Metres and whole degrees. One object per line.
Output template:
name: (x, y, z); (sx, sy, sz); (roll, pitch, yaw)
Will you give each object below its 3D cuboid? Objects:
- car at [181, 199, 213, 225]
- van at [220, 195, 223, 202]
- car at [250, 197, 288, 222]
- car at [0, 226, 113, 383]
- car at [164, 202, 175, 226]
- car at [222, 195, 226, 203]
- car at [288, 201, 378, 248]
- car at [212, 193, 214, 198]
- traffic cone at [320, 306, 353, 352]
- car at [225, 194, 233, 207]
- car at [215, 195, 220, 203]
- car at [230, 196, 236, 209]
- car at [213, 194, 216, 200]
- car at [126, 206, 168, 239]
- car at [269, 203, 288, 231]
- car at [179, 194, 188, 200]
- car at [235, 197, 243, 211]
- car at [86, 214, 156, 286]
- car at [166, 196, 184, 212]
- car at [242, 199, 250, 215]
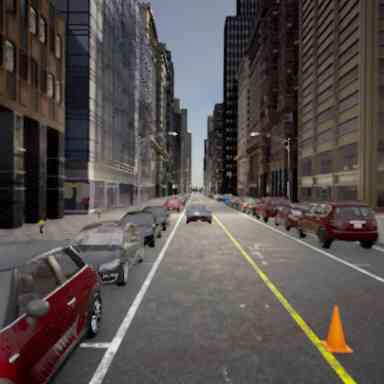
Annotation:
car: (0.504, 1.528, 24.477); (2.033, 1.411, 5.357); (0, 0, 0)
van: (6.488, 1.337, 59.604); (1.690, 1.788, 3.998); (0, 0, 0)
car: (6.274, 1.329, 25.995); (2.192, 1.841, 5.009); (0, 0, 0)
car: (-2.394, 1.422, 3.629); (1.967, 1.590, 4.097); (0, 0, 0)
car: (-2.287, 1.533, 20.435); (1.947, 1.339, 4.313); (0, 0, 0)
car: (6.452, 1.581, 54.003); (1.802, 1.307, 4.206); (0, 0, 0)
car: (6.202, 1.337, 14.791); (2.192, 1.841, 5.009); (0, 0, 0)
car: (6.631, 1.426, 82.012); (1.967, 1.590, 4.097); (0, 0, 0)
traffic cone: (2.101, 1.963, 4.853); (0.340, 0.580, 0.340); (0, 0, 0)
car: (6.417, 1.442, 48.401); (1.967, 1.590, 4.097); (0, 0, 0)
car: (6.559, 1.536, 70.808); (1.887, 1.381, 4.507); (0, 0, 0)
car: (6.381, 1.571, 42.800); (1.947, 1.339, 4.313); (0, 0, 0)
car: (6.595, 1.533, 76.410); (1.887, 1.381, 4.507); (0, 0, 0)
car: (-2.323, 1.537, 14.833); (1.947, 1.339, 4.313); (0, 0, 0)
car: (6.237, 1.600, 20.394); (1.802, 1.307, 4.206); (0, 0, 0)
car: (-2.073, 1.388, 54.047); (1.967, 1.590, 4.097); (0, 0, 0)
car: (6.345, 1.448, 37.198); (1.967, 1.590, 4.097); (0, 0, 0)
car: (-2.359, 1.527, 9.232); (2.008, 1.369, 4.403); (0, 0, 0)
car: (-2.180, 1.501, 37.241); (1.887, 1.381, 4.507); (0, 0, 0)
car: (6.309, 1.577, 31.597); (1.947, 1.339, 4.313); (0, 0, 0)
